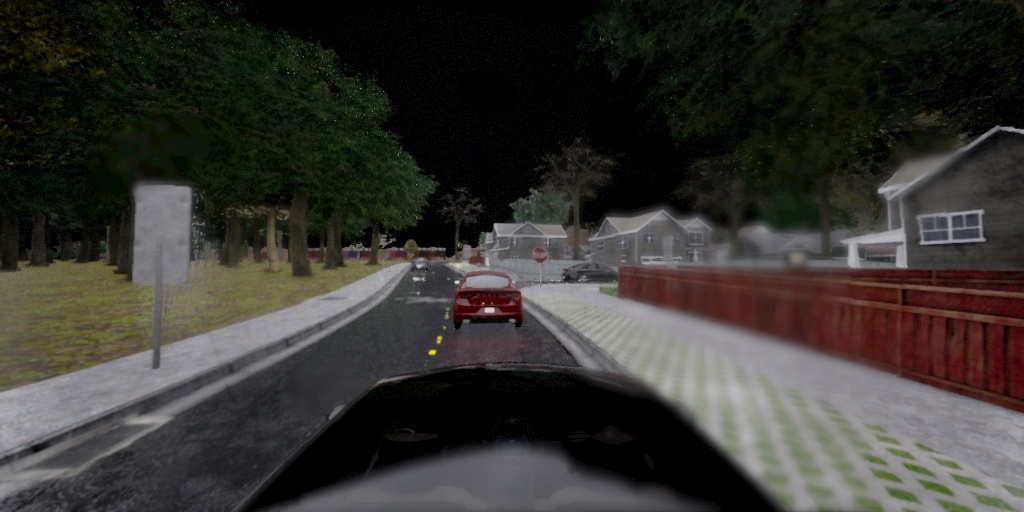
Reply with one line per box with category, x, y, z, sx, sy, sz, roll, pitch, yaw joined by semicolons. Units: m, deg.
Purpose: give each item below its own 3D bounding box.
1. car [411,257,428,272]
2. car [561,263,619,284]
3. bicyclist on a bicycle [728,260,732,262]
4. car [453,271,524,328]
car;-10.663;0.977;41.447;2.128;1.511;4.902;0;0;-14
car;5.821;1.255;24.730;4.892;1.490;1.837;1;-4;-15
bicyclist on a bicycle;14.596;1.070;23.735;0.582;1.620;1.656;1;-3;-14
car;-0.806;1.205;11.403;1.882;1.535;5.008;0;0;-6
